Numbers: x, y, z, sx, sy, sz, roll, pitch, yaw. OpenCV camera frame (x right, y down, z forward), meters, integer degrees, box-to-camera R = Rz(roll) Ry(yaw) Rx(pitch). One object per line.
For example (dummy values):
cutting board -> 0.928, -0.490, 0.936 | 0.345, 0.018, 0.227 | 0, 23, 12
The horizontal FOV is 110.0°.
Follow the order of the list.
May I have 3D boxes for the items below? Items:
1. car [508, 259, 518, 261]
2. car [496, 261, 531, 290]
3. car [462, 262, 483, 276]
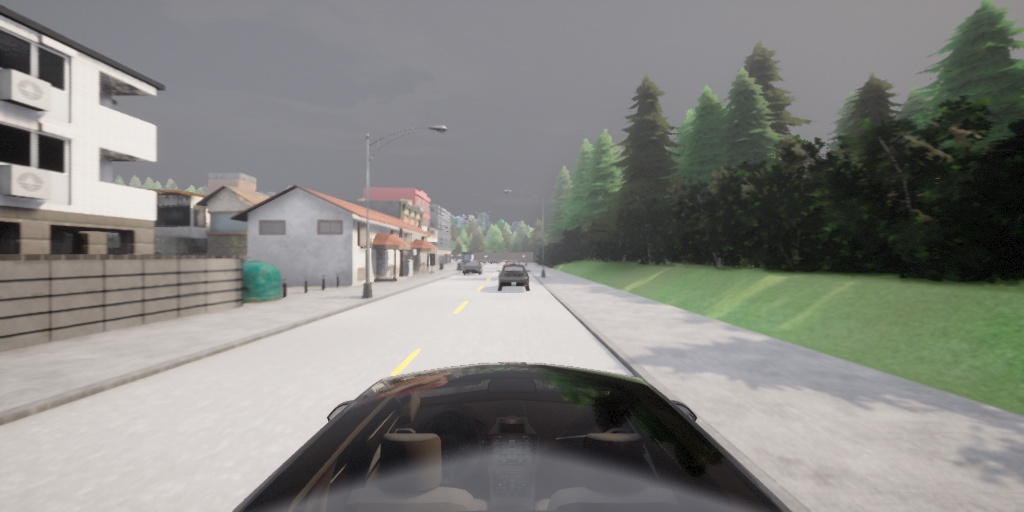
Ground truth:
car -> 0.121, 1.130, 48.619 | 2.097, 1.767, 4.553 | 0, 0, 0
car -> 0.103, 1.270, 22.457 | 1.837, 1.490, 4.892 | 0, 1, 0
car -> -4.083, 1.320, 38.168 | 2.033, 1.411, 5.357 | 0, 0, 0
